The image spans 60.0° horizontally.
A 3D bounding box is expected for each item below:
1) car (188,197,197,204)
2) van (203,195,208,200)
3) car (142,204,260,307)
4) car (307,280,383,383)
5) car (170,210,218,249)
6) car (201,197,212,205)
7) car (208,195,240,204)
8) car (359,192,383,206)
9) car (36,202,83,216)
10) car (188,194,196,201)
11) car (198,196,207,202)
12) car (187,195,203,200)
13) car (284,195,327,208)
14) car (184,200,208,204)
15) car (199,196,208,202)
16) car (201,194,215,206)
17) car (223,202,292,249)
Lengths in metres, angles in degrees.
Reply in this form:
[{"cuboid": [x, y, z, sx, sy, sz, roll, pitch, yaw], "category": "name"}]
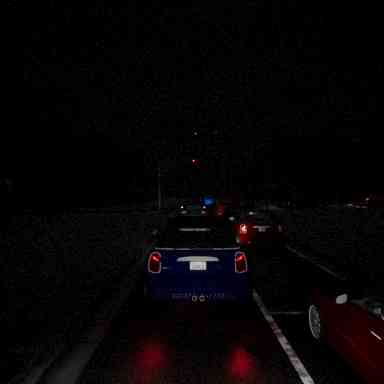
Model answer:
[{"cuboid": [0.117, 1.676, 68.066, 1.895, 1.301, 4.718, 0, 0, 0], "category": "car"}, {"cuboid": [2.631, 1.382, 51.547, 1.690, 1.788, 3.998, -1, 0, 0], "category": "van"}, {"cuboid": [0.070, 1.352, 8.130, 2.097, 1.767, 4.553, 0, 0, -1], "category": "car"}, {"cuboid": [2.629, 1.581, 3.576, 1.802, 1.307, 4.206, -1, 0, 0], "category": "car"}, {"cuboid": [0.096, 1.602, 15.465, 1.895, 1.301, 4.718, 0, 0, 0], "category": "car"}, {"cuboid": [2.635, 1.644, 62.359, 1.802, 1.307, 4.206, -1, 0, 0], "category": "car"}, {"cuboid": [2.628, 1.323, 25.186, 2.192, 1.841, 5.009, -1, 0, 0], "category": "car"}, {"cuboid": [22.527, 0.763, 39.884, 4.553, 1.767, 2.097, -1, 1, 0], "category": "car"}, {"cuboid": [-14.644, 1.888, 36.916, 4.902, 1.511, 2.128, -2, 1, 0], "category": "car"}, {"cuboid": [0.011, 1.499, 91.920, 2.097, 1.767, 4.553, 0, 0, 0], "category": "car"}, {"cuboid": [2.637, 1.663, 83.985, 1.887, 1.381, 4.507, -1, 0, 0], "category": "car"}, {"cuboid": [0.053, 1.554, 44.613, 1.812, 1.442, 4.674, 1, 0, 7], "category": "car"}, {"cuboid": [13.575, 1.132, 39.883, 4.892, 1.490, 1.837, -1, 1, 0], "category": "car"}, {"cuboid": [0.105, 1.572, 25.477, 1.994, 1.385, 4.181, 0, 0, -1], "category": "car"}, {"cuboid": [2.636, 1.654, 78.579, 2.008, 1.369, 4.403, -1, 0, 0], "category": "car"}, {"cuboid": [2.631, 1.366, 56.953, 2.192, 1.841, 5.009, -1, 0, 0], "category": "car"}, {"cuboid": [2.629, 1.441, 14.381, 1.967, 1.590, 4.097, -1, 0, 0], "category": "car"}]
